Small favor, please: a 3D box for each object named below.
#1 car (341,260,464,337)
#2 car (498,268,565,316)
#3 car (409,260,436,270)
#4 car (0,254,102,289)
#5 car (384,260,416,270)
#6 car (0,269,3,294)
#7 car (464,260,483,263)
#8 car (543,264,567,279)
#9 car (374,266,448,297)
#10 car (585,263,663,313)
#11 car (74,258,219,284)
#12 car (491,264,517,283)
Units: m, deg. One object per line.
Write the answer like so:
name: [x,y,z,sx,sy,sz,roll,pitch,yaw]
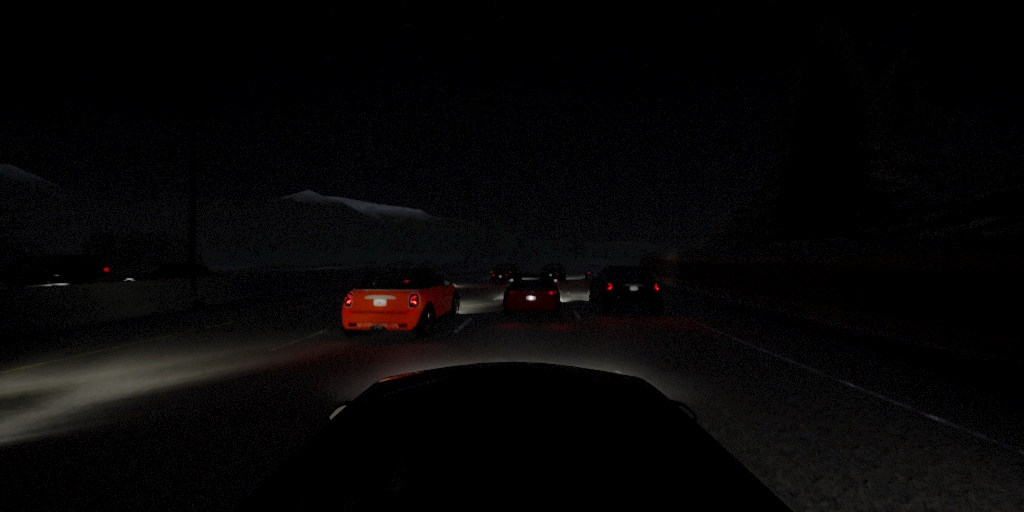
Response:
car: [-2.964,1.115,10.524,2.097,1.767,4.553,0,0,3]
car: [0.812,1.348,13.723,1.994,1.385,4.181,0,0,5]
car: [-14.149,1.373,57.205,1.812,1.442,4.674,0,0,21]
car: [-23.623,0.934,17.600,2.150,2.045,5.566,0,0,6]
car: [-17.869,1.383,57.317,2.033,1.411,5.357,0,0,20]
car: [-27.289,1.297,16.140,1.895,1.301,4.718,0,0,6]
car: [-6.447,1.352,57.696,1.882,1.535,5.008,0,0,22]
car: [3.595,1.364,30.888,1.812,1.442,4.674,0,0,13]
car: [-5.495,1.328,20.366,2.033,1.411,5.357,0,0,8]
car: [4.400,1.150,14.474,2.097,1.767,4.553,0,0,5]
car: [-16.623,1.086,16.899,2.097,1.767,4.553,0,0,7]
car: [-0.424,1.345,28.890,1.812,1.442,4.674,0,0,11]
